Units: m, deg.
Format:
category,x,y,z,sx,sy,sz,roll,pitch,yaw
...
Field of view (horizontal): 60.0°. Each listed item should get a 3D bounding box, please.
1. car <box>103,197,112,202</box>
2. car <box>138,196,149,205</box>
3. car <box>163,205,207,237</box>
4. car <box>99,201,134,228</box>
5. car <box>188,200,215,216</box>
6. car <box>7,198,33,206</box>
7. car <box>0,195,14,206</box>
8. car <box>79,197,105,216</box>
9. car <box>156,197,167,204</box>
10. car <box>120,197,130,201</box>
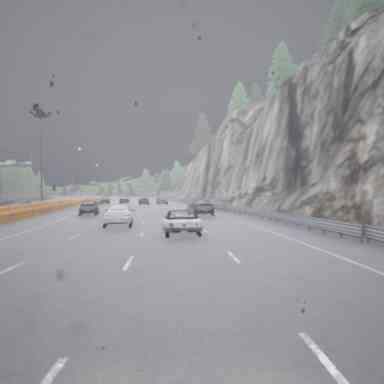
category,x,y,z,sx,sy,sz,roll,pitch,yaw
car,-16.128,1.717,62.193,1.837,1.490,4.892,-1,0,-11
car,-9.213,1.624,63.287,1.837,1.490,4.892,-1,0,-11
car,-0.634,1.608,18.105,1.895,1.301,4.718,-1,0,-7
car,-4.994,1.591,22.897,1.812,1.442,4.674,-1,0,-9
car,0.765,1.478,31.413,2.128,1.511,4.902,-1,0,-11
car,-24.179,1.870,47.797,2.033,1.411,5.357,-1,0,-11
car,-33.535,1.587,59.508,2.150,2.045,5.566,-1,0,-11
car,-10.651,1.632,34.742,2.128,1.511,4.902,-1,0,-12
car,-5.796,1.620,63.505,2.033,1.411,5.357,-1,0,-10
car,-12.893,1.646,63.797,1.882,1.535,5.008,-1,0,-11
